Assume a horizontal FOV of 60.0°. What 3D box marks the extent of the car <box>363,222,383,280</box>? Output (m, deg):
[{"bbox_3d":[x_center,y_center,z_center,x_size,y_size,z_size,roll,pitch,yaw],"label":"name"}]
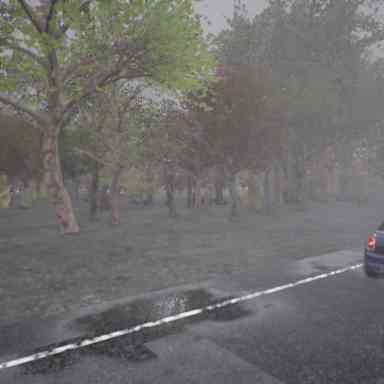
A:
[{"bbox_3d":[6.262,1.178,8.221,4.553,1.767,2.097,-1,1,-36],"label":"car"}]
